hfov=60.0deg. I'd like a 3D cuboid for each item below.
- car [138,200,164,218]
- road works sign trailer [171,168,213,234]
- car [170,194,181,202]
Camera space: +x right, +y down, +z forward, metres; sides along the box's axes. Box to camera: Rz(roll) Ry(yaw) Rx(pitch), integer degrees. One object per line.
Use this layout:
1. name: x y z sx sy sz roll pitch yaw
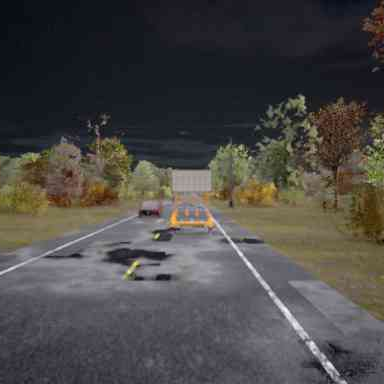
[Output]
1. car: -3.600 1.436 29.739 1.882 1.535 5.008 0 0 0
2. road works sign trailer: -0.003 0.437 18.985 2.380 3.560 2.880 0 0 0
3. car: -3.510 1.226 71.804 2.097 1.767 4.553 0 0 0
